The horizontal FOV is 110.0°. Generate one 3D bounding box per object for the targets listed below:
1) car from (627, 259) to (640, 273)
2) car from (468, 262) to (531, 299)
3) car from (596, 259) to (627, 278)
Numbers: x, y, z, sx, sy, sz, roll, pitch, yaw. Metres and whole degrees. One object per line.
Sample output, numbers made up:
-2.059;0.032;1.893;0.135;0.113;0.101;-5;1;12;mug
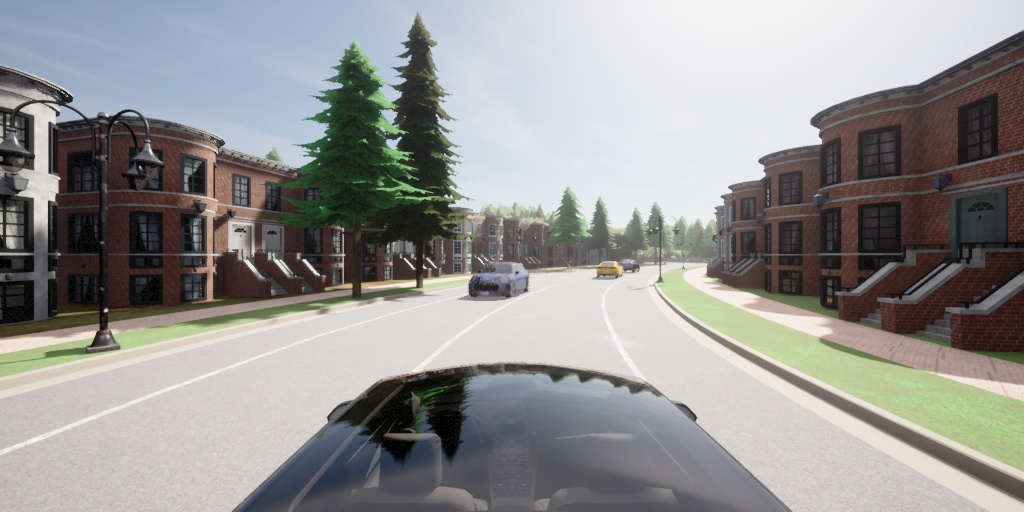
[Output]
14.317;1.241;43.713;2.128;1.511;4.902;0;0;29;car
-0.531;1.102;18.326;2.097;1.767;4.553;0;0;18;car
9.221;1.227;33.576;1.882;1.535;5.008;0;0;24;car
